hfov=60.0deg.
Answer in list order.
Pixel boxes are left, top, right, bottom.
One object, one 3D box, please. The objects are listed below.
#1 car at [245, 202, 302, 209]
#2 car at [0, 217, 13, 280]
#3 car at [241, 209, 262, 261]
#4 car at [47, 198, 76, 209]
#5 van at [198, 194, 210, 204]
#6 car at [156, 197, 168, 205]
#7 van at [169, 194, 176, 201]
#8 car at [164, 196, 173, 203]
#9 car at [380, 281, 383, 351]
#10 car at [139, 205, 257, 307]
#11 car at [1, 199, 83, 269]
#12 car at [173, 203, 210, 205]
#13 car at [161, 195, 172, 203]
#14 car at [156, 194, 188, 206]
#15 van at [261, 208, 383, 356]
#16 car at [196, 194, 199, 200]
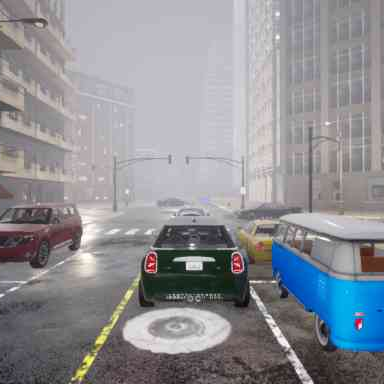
[{"bbox_3d":[5.926,1.491,25.843,5.357,1.411,2.033,-1,0,-7],"label":"car"},{"bbox_3d":[-5.319,1.442,5.880,1.967,1.590,4.097,0,0,0],"label":"car"},{"bbox_3d":[2.550,1.531,11.606,1.752,1.417,4.829,0,0,0],"label":"car"},{"bbox_3d":[-19.471,1.711,49.558,4.892,1.490,1.837,-1,-1,41],"label":"car"},{"bbox_3d":[2.468,1.429,60.431,1.690,1.788,3.998,0,0,0],"label":"van"},{"bbox_3d":[-5.413,1.613,60.247,1.752,1.417,4.829,0,0,0],"label":"car"},{"bbox_3d":[-5.469,1.542,93.731,1.690,1.788,3.998,0,0,0],"label":"van"},{"bbox_3d":[-5.442,1.705,77.075,1.947,1.339,4.313,0,0,0],"label":"car"},{"bbox_3d":[2.569,1.526,0.536,1.752,1.417,4.829,0,0,0],"label":"car"},{"bbox_3d":[0.050,1.355,8.120,2.097,1.767,4.553,0,0,0],"label":"car"},{"bbox_3d":[-5.328,1.321,11.417,2.192,1.841,5.009,0,0,0],"label":"car"},{"bbox_3d":[-0.029,1.536,17.164,1.812,1.442,4.674,0,0,0],"label":"car"},{"bbox_3d":[-5.432,1.561,71.523,1.967,1.590,4.097,0,0,0],"label":"car"},{"bbox_3d":[-2.858,1.537,48.934,5.008,1.535,1.882,0,1,-37],"label":"car"},{"bbox_3d":[2.562,1.343,5.900,1.690,1.788,3.998,0,0,0],"label":"van"},{"bbox_3d":[2.429,1.704,82.640,1.887,1.381,4.507,0,0,0],"label":"car"}]
